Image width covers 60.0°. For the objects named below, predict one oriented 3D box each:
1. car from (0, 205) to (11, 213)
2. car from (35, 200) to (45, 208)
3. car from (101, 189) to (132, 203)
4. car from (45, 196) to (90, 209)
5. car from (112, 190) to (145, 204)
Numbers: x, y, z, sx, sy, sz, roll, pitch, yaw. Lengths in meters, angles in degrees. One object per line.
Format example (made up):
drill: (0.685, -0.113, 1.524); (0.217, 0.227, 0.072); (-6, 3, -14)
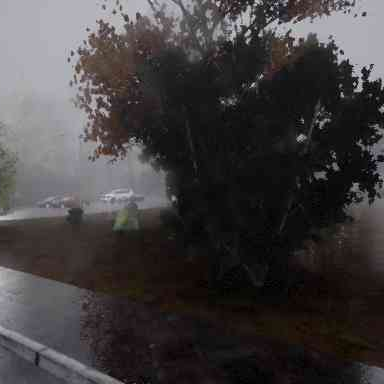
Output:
car: (-21.710, 1.646, 34.668); (1.895, 1.301, 4.718); (0, 1, 39)
car: (-18.355, 1.350, 44.435); (1.837, 1.490, 4.892); (0, 2, 39)
car: (-11.723, 0.658, 52.674); (2.150, 2.045, 5.566); (0, 3, 39)
car: (-15.498, 1.306, 42.403); (1.882, 1.535, 5.008); (0, 2, 39)
car: (-9.172, 0.964, 50.270); (1.812, 1.442, 4.674); (0, 3, 39)
